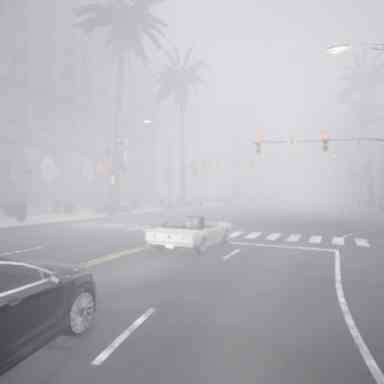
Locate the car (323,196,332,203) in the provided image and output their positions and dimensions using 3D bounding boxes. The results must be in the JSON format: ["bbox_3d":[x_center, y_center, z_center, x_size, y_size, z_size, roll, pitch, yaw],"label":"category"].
[{"bbox_3d":[33.107,1.811,81.347,2.033,1.411,5.357,1,0,23],"label":"car"}]

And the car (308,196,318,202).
[{"bbox_3d":[29.898,1.767,82.745,2.033,1.411,5.357,1,0,23],"label":"car"}]

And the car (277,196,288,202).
[{"bbox_3d":[22.809,1.679,83.951,1.994,1.385,4.181,1,0,24],"label":"car"}]

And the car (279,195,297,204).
[{"bbox_3d":[19.555,1.715,67.554,1.895,1.301,4.718,1,0,23],"label":"car"}]

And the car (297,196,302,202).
[{"bbox_3d":[26.041,1.698,82.609,1.812,1.442,4.674,1,0,24],"label":"car"}]

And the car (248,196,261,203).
[{"bbox_3d":[13.067,1.539,69.395,2.161,1.482,4.786,1,0,23],"label":"car"}]

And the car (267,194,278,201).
[{"bbox_3d":[21.784,1.456,89.520,2.185,1.767,4.553,1,0,23],"label":"car"}]

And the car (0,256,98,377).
[{"bbox_3d":[-2.852,1.443,3.863,2.128,1.511,4.902,1,0,12],"label":"car"}]

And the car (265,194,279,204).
[{"bbox_3d":[16.335,1.550,68.920,1.882,1.535,5.008,1,0,23],"label":"car"}]

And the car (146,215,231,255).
[{"bbox_3d":[0.114,1.573,13.385,1.895,1.301,4.718,1,0,23],"label":"car"}]
